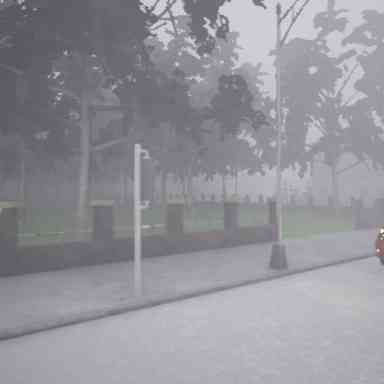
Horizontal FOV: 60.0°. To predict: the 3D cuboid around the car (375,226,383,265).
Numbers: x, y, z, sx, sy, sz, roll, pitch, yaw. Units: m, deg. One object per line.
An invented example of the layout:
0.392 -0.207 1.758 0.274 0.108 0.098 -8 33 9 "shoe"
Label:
7.900 1.217 10.241 5.566 2.045 2.150 0 0 -36 "car"
